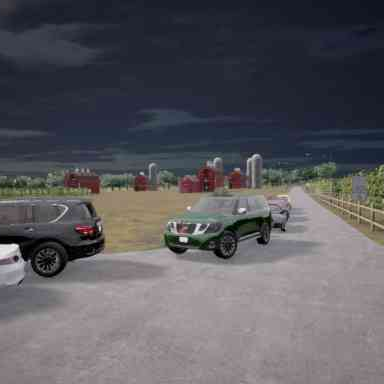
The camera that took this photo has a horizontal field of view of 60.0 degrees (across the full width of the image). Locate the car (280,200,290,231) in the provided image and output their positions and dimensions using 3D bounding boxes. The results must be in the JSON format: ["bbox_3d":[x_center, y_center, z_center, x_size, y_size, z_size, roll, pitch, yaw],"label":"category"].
[{"bbox_3d":[4.376,1.386,19.032,1.994,1.385,4.181,0,0,17],"label":"car"}]

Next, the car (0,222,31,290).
[{"bbox_3d":[-5.858,1.614,6.446,4.674,1.442,1.812,-2,1,-30],"label":"car"}]

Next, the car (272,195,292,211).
[{"bbox_3d":[9.929,1.121,36.526,1.882,1.535,5.008,0,0,18],"label":"car"}]

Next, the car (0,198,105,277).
[{"bbox_3d":[-5.385,1.231,9.616,5.566,2.045,2.150,-1,1,-4],"label":"car"}]

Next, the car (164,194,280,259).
[{"bbox_3d":[1.271,1.112,12.702,2.150,2.045,5.566,0,0,34],"label":"car"}]

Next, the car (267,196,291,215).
[{"bbox_3d":[8.126,1.208,30.819,1.837,1.490,4.892,0,0,17],"label":"car"}]

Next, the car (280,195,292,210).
[{"bbox_3d":[6.215,1.243,24.770,1.882,1.535,5.008,0,0,17],"label":"car"}]
